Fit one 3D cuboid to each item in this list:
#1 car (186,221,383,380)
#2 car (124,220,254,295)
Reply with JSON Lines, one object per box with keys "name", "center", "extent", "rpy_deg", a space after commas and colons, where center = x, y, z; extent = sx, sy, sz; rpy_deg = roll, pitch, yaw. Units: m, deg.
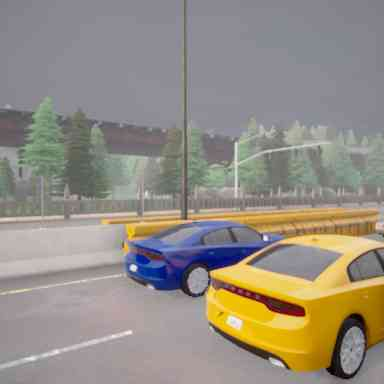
{"name": "car", "center": [2.537, 1.470, 5.561], "extent": [5.008, 1.535, 1.882], "rpy_deg": [0, 0, -36]}
{"name": "car", "center": [0.749, 1.469, 8.584], "extent": [5.008, 1.535, 1.882], "rpy_deg": [0, 0, -36]}
